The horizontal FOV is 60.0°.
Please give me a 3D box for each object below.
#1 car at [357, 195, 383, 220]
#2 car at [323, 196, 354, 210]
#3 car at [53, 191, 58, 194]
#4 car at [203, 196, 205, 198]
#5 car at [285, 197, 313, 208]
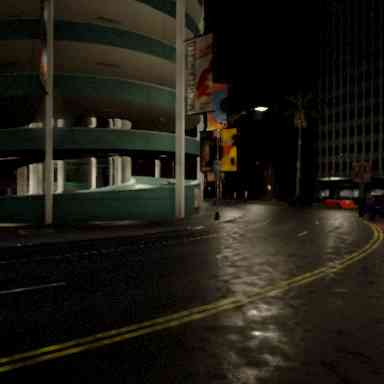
[{"bbox_3d":[15.675,1.250,27.987,2.150,2.045,5.566,1,0,13],"label":"car"},{"bbox_3d":[19.433,1.374,44.297,2.097,1.767,4.553,0,0,-8],"label":"car"},{"bbox_3d":[-23.507,0.835,58.699,2.435,2.045,5.566,0,0,-34],"label":"car"},{"bbox_3d":[1.254,1.362,84.417,2.231,1.521,4.892,0,0,-34],"label":"car"},{"bbox_3d":[15.193,1.475,47.615,1.882,1.535,5.008,1,0,-14],"label":"car"}]
